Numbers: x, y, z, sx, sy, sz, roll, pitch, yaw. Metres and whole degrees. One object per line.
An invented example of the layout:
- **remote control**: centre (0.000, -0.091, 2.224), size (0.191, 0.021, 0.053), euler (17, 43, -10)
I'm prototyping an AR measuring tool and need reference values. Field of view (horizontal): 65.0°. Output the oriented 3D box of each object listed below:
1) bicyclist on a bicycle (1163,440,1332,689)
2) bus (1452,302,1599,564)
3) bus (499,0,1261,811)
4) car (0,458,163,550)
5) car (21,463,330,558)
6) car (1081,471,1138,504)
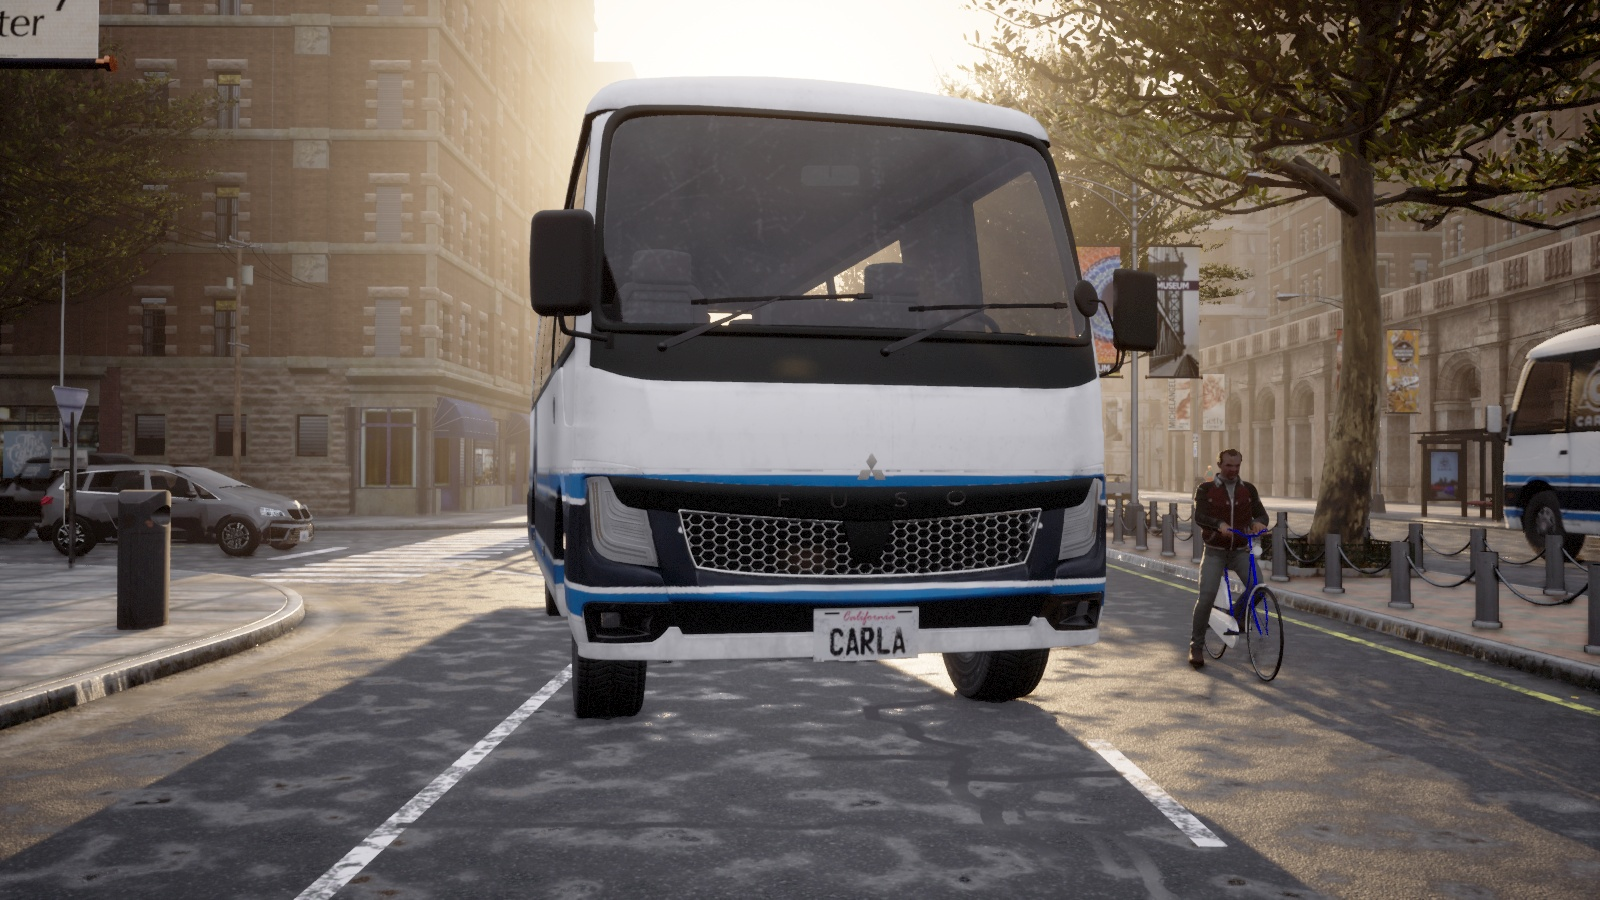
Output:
- **bicyclist on a bicycle**: centre (3.475, 0.838, 9.929), size (0.659, 1.776, 1.843), euler (0, -1, 0)
- **bus**: centre (14.945, -0.291, 19.762), size (3.944, 4.253, 10.273), euler (0, -1, 0)
- **bus**: centre (-0.664, -0.370, 11.292), size (3.944, 4.253, 10.273), euler (0, -1, -14)
- **car**: centre (-16.025, 1.124, 26.806), size (3.866, 1.878, 1.905), euler (0, -1, -2)
- **car**: centre (-11.478, 1.096, 23.356), size (4.611, 1.667, 2.242), euler (0, -1, 0)
- **car**: centre (14.850, 1.782, 60.484), size (1.845, 1.501, 3.633), euler (0, -1, 0)
